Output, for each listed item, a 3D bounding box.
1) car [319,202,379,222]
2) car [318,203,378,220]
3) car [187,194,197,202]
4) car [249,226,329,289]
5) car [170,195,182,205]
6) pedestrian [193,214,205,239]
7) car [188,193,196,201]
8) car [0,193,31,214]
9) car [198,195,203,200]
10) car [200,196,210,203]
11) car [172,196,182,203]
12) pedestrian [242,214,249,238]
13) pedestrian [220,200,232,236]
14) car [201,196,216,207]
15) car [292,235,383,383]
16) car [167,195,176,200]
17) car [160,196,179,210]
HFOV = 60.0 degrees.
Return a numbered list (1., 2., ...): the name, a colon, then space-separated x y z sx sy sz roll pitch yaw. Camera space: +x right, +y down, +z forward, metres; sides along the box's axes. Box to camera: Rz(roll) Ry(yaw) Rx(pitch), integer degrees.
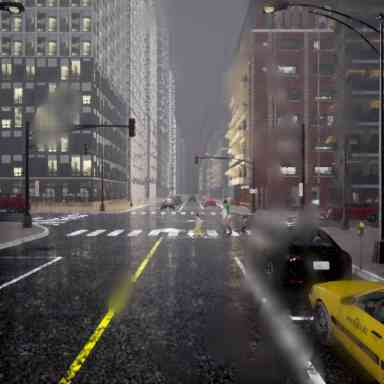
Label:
1. car: 13.458 1.635 28.724 4.553 1.767 2.097 1 0 0
2. car: 14.646 1.837 31.338 4.829 1.417 1.752 1 -1 0
3. car: 0.008 1.547 73.621 1.812 1.442 4.674 0 0 0
4. car: 2.693 1.566 8.999 1.947 1.339 4.313 0 0 0
5. car: -3.077 1.580 54.419 1.994 1.385 4.181 0 0 0
6. pedestrian: 0.340 1.575 15.857 0.375 1.300 0.375 0 0 0
7. car: 0.009 1.227 83.594 2.097 1.767 4.553 0 0 0
8. car: -17.690 1.030 31.063 5.009 1.841 2.192 1 -1 0
9. car: 2.698 1.574 63.940 2.008 1.369 4.403 0 0 0
10. car: 2.699 1.578 69.588 2.008 1.369 4.403 0 0 0
11. car: -2.998 1.533 68.950 1.837 1.490 4.892 0 0 0
12. pedestrian: 2.619 1.295 16.458 0.375 1.860 0.375 0 0 0
13. pedestrian: 1.787 1.295 17.059 0.375 1.860 0.375 0 0 0
14. car: 2.747 1.596 51.023 1.802 1.307 4.206 0 0 0
15. car: 2.693 1.525 3.486 1.752 1.417 4.829 0 0 0
16. car: -5.680 1.599 92.183 2.008 1.369 4.403 0 0 0
17. car: -3.114 1.557 43.290 2.033 1.411 5.357 0 0 -4
